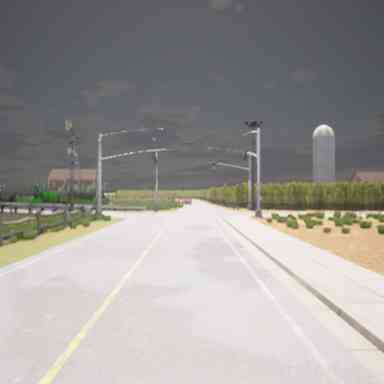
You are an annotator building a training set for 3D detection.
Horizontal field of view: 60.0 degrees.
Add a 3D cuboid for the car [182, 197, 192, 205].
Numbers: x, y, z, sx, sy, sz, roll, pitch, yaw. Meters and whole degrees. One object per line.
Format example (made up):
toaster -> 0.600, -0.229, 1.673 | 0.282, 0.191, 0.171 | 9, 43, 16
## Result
car -> -1.064, 1.764, 68.961 | 2.097, 1.767, 4.553 | 0, 0, -3
